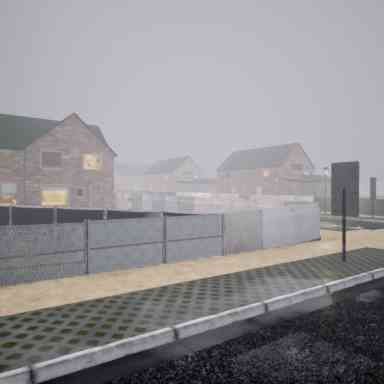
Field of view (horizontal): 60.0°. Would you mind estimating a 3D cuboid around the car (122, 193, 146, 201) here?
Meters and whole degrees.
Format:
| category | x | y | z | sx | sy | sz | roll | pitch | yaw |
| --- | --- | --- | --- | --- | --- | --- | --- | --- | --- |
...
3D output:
| category | x | y | z | sx | sy | sz | roll | pitch | yaw |
| --- | --- | --- | --- | --- | --- | --- | --- | --- | --- |
| car | -8.644 | 0.844 | 49.487 | 1.895 | 1.301 | 4.718 | 1 | 0 | -36 |
